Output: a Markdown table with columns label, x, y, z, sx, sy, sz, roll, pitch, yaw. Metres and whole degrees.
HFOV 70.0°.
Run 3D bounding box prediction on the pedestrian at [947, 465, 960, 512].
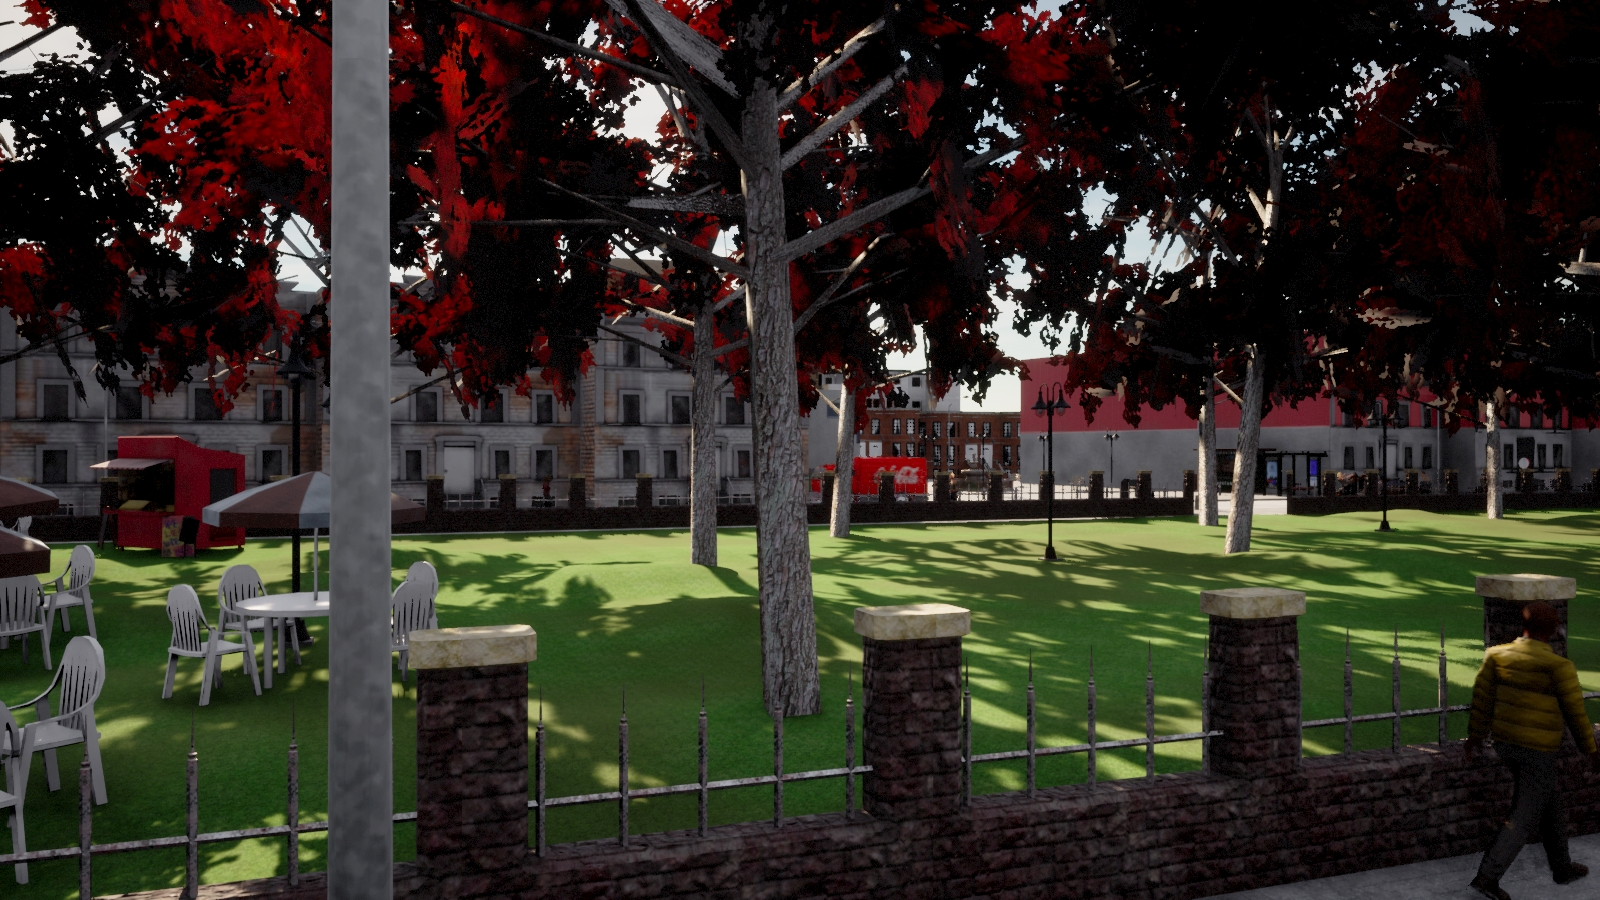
| label | x | y | z | sx | sy | sz | roll | pitch | yaw |
| --- | --- | --- | --- | --- | --- | --- | --- | --- | --- |
| pedestrian | 6.106 | 1.531 | 45.427 | 0.375 | 1.860 | 0.375 | 0 | 0 | -37 |

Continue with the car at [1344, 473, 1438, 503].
| label | x | y | z | sx | sy | sz | roll | pitch | yaw |
| --- | --- | --- | --- | --- | --- | --- | --- | --- | --- |
| car | 30.449 | 1.933 | 58.867 | 4.181 | 1.385 | 1.994 | -1 | 0 | -20 |

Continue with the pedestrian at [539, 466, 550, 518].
| label | x | y | z | sx | sy | sz | roll | pitch | yaw |
| --- | --- | --- | --- | --- | --- | --- | --- | --- | --- |
| pedestrian | -9.249 | 1.527 | 41.312 | 0.375 | 1.860 | 0.375 | 0 | 0 | -16 |

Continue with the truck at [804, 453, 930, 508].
| label | x | y | z | sx | sy | sz | roll | pitch | yaw |
| --- | --- | --- | --- | --- | --- | --- | --- | --- | --- |
| truck | 3.097 | 1.356 | 53.151 | 5.204 | 2.467 | 2.627 | 0 | 0 | -20 |

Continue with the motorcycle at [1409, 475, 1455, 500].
| label | x | y | z | sx | sy | sz | roll | pitch | yaw |
| --- | --- | --- | --- | --- | --- | --- | --- | --- | --- |
| motorcycle | 33.113 | 1.970 | 59.839 | 2.356 | 1.277 | 0.764 | 0 | 0 | -20 |

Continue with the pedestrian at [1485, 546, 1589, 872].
| label | x | y | z | sx | sy | sz | roll | pitch | yaw |
| --- | --- | --- | --- | --- | --- | --- | --- | --- | --- |
| pedestrian | 4.448 | 1.528 | 6.901 | 0.375 | 1.860 | 0.375 | 0 | 0 | -19 |

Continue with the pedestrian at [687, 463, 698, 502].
| label | x | y | z | sx | sy | sz | roll | pitch | yaw |
| --- | --- | --- | --- | --- | --- | --- | --- | --- | --- |
| pedestrian | -5.065 | 1.530 | 53.980 | 0.375 | 1.860 | 0.375 | 0 | 0 | -34 |
